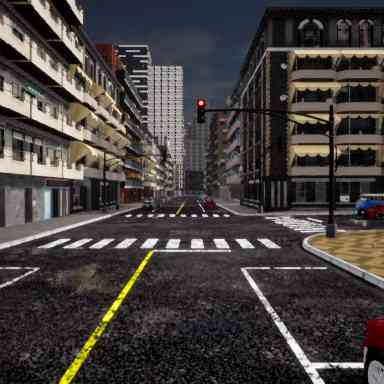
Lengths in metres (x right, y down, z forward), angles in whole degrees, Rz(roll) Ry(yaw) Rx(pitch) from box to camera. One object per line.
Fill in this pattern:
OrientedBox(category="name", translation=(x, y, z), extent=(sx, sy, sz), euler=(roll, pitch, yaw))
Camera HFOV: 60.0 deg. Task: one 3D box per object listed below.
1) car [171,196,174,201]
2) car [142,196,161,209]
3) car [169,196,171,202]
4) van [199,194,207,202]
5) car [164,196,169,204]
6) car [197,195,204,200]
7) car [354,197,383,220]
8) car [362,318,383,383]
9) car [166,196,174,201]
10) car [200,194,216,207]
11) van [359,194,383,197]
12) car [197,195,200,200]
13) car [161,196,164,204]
OrientedBox(category="car", translation=(-5.831, 1.563, 78.270), extent=(1.752, 1.417, 4.829), euler=(-1, 0, 0))
OrientedBox(category="car", translation=(-5.773, 1.561, 45.273), extent=(2.008, 1.369, 4.403), euler=(0, 0, 0))
OrientedBox(category="car", translation=(-5.812, 1.609, 67.385), extent=(1.802, 1.307, 4.206), euler=(-1, 0, 0))
OrientedBox(category="van", translation=(2.547, 1.379, 78.449), extent=(1.690, 1.788, 3.998), euler=(-1, 0, 0))
OrientedBox(category="car", translation=(-5.804, 1.462, 61.857), extent=(1.967, 1.590, 4.097), euler=(-1, 0, 0))
OrientedBox(category="car", translation=(2.521, 1.602, 95.033), extent=(1.887, 1.381, 4.507), euler=(-1, 0, 0))
OrientedBox(category="car", translation=(14.708, 1.294, 24.816), extent=(4.181, 1.385, 1.994), euler=(-1, 0, -1))
OrientedBox(category="car", translation=(2.681, 1.544, 1.811), extent=(1.887, 1.381, 4.507), euler=(0, 0, 0))
OrientedBox(category="car", translation=(-5.850, 1.633, 89.496), extent=(1.802, 1.307, 4.206), euler=(-1, 0, 0))
OrientedBox(category="car", translation=(2.596, 1.454, 50.810), extent=(1.967, 1.590, 4.097), euler=(-1, 0, 0))
OrientedBox(category="van", translation=(15.596, 1.035, 27.404), extent=(3.998, 1.788, 1.690), euler=(-1, 1, -1))
OrientedBox(category="car", translation=(2.569, 1.578, 67.394), extent=(2.008, 1.369, 4.403), euler=(-1, 0, 0))
OrientedBox(category="car", translation=(-5.783, 1.580, 50.801), extent=(1.947, 1.339, 4.313), euler=(0, 0, 0))
